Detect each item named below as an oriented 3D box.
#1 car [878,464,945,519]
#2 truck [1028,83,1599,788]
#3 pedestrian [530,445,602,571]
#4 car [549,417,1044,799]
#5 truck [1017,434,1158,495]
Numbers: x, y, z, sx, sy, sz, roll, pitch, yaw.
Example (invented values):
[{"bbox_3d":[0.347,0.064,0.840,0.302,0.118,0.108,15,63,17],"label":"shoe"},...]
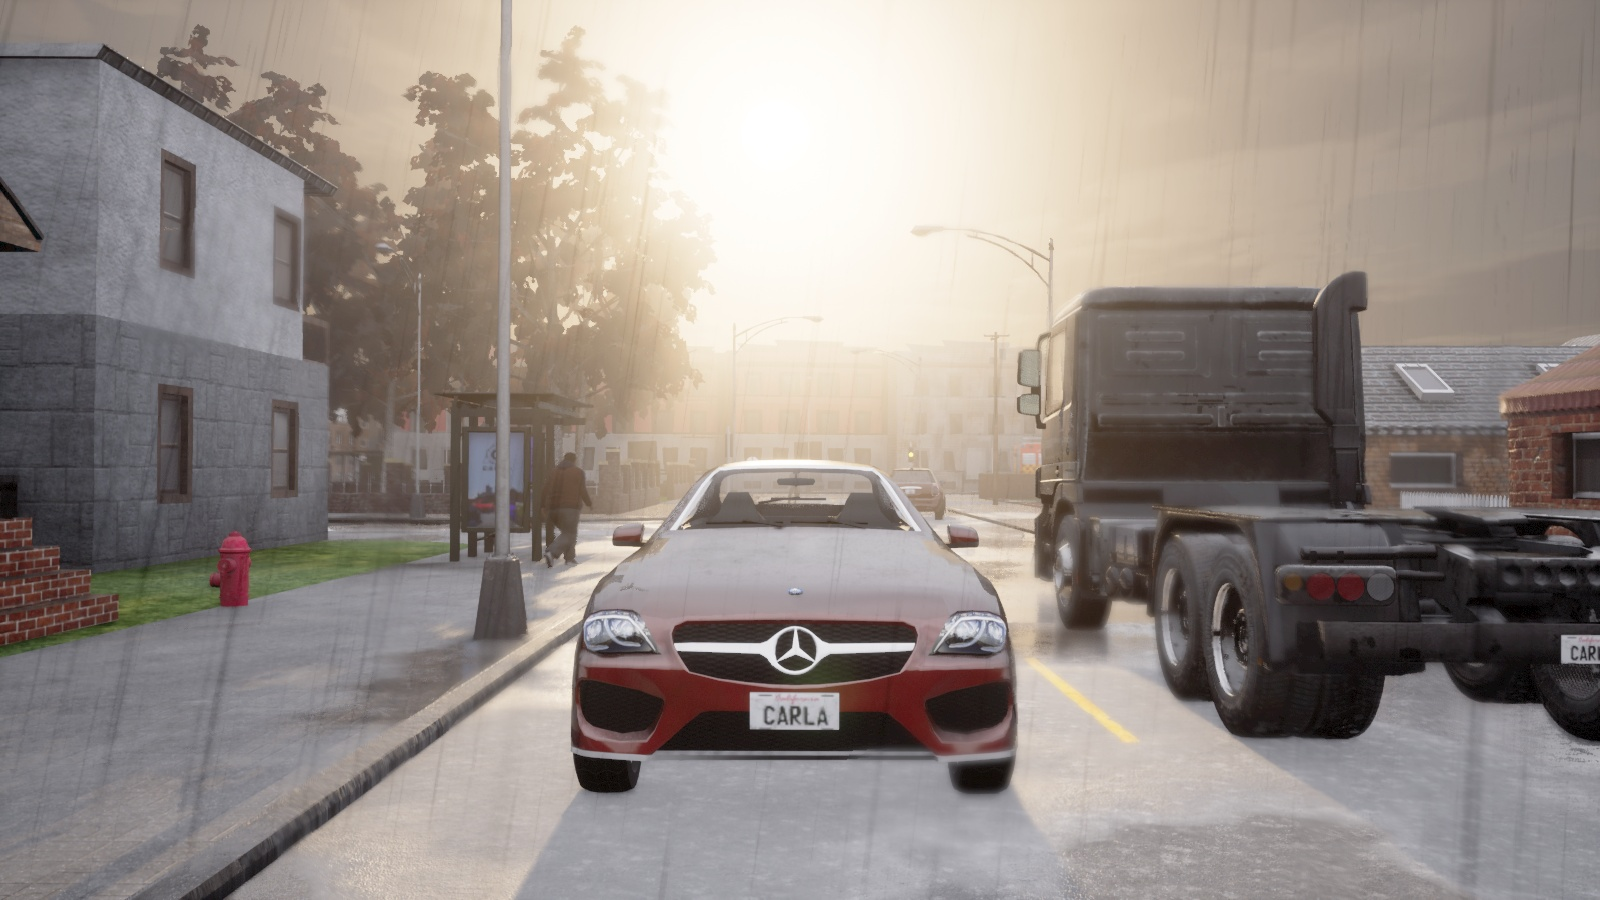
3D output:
[{"bbox_3d":[3.837,1.371,42.578,2.097,1.767,4.553,0,-1,7],"label":"car"},{"bbox_3d":[3.956,-0.013,10.135,2.891,3.462,7.936,0,-1,1],"label":"truck"},{"bbox_3d":[-3.511,0.855,18.890,0.634,1.844,0.899,-1,-1,29],"label":"pedestrian"},{"bbox_3d":[-0.022,0.727,7.979,2.152,1.651,5.027,0,-1,0],"label":"car"},{"bbox_3d":[18.470,0.933,81.023,8.468,3.827,2.891,0,-1,1],"label":"truck"}]
